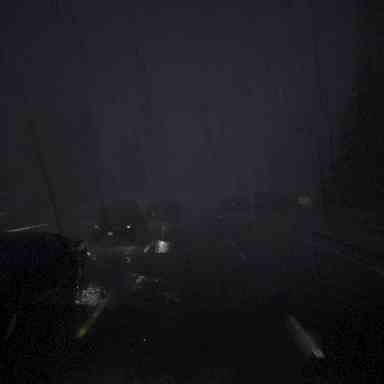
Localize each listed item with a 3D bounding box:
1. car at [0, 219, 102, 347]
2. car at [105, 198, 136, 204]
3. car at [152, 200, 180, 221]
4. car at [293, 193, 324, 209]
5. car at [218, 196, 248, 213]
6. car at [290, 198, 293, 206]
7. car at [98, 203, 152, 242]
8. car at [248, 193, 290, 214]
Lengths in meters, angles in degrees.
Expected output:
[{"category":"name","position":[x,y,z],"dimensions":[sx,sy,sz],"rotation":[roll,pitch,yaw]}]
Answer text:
[{"category":"car","position":[-3.585,1.527,6.511],"dimensions":[2.033,1.411,5.357],"rotation":[0,0,0]},{"category":"car","position":[-5.869,1.314,27.240],"dimensions":[1.882,1.535,5.008],"rotation":[0,0,13]},{"category":"car","position":[-2.296,1.425,26.479],"dimensions":[1.837,1.490,4.892],"rotation":[0,0,13]},{"category":"car","position":[16.362,1.091,44.194],"dimensions":[5.566,2.045,2.150],"rotation":[0,0,-39]},{"category":"car","position":[4.580,1.244,35.310],"dimensions":[2.097,1.767,4.553],"rotation":[0,0,30]},{"category":"car","position":[12.640,1.389,45.498],"dimensions":[4.674,1.442,1.812],"rotation":[0,0,-42]},{"category":"car","position":[-3.373,1.476,16.387],"dimensions":[1.812,1.442,4.674],"rotation":[0,0,2]},{"category":"car","position":[8.079,1.118,34.495],"dimensions":[2.150,2.045,5.566],"rotation":[0,0,30]}]
